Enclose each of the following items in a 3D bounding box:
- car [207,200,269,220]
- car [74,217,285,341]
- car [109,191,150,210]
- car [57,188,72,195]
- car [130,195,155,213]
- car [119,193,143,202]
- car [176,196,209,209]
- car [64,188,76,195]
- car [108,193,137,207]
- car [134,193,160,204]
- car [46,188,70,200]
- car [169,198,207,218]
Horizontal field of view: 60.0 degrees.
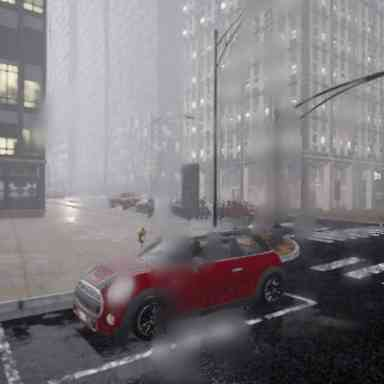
[{"bbox_3d":[3.495,1.357,24.470,1.812,1.442,4.674,1,1,-36],"label":"car"},{"bbox_3d":[-0.113,1.472,6.481,4.097,1.590,1.967,1,0,-35],"label":"car"},{"bbox_3d":[-6.789,0.857,34.376,2.192,1.841,5.009,2,0,-36],"label":"car"},{"bbox_3d":[-32.493,-0.155,84.637,2.192,1.841,5.009,2,0,-36],"label":"car"},{"bbox_3d":[-3.551,1.231,29.845,1.802,1.307,4.206,2,0,-36],"label":"car"},{"bbox_3d":[-9.766,0.846,52.908,1.947,1.339,4.313,2,0,-36],"label":"car"},{"bbox_3d":[-0.023,1.184,39.308,1.802,1.307,4.206,2,0,-36],"label":"car"},{"bbox_3d":[-29.252,0.181,80.104,1.887,1.381,4.507,2,0,-36],"label":"car"},{"bbox_3d":[-8.750,0.931,41.547,1.837,1.490,4.892,1,1,-35],"label":"car"},{"bbox_3d":[-6.616,0.909,48.513,1.752,1.417,4.829,2,0,-36],"label":"car"},{"bbox_3d":[-23.029,0.549,57.031,1.887,1.381,4.507,2,0,-36],"label":"car"},{"bbox_3d":[-0.299,1.197,25.314,1.967,1.590,4.097,2,0,-36],"label":"car"}]
